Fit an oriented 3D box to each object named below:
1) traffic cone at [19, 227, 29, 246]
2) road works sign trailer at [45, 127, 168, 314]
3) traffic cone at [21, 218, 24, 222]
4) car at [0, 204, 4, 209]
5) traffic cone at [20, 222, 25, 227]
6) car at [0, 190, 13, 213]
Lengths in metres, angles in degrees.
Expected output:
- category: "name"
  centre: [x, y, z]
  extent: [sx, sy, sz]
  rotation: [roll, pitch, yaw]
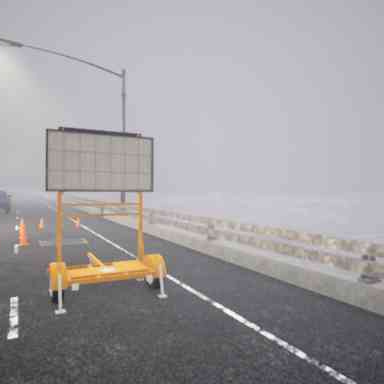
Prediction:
- category: "traffic cone"
  centre: [-6.684, 1.809, 13.228]
  extent: [0.340, 0.580, 0.340]
  rotation: [0, 0, -28]
- category: "road works sign trailer"
  centre: [-2.117, 0.392, 7.699]
  extent: [2.380, 3.560, 2.880]
  rotation: [0, 0, -28]
- category: "traffic cone"
  centre: [-8.535, 1.769, 16.775]
  extent: [0.340, 0.580, 0.340]
  rotation: [0, 0, -28]
- category: "car"
  centre: [-8.345, 1.396, 12.279]
  extent: [2.033, 1.411, 5.357]
  rotation: [0, 1, -28]
- category: "traffic cone"
  centre: [-7.610, 1.789, 15.002]
  extent: [0.340, 0.580, 0.340]
  rotation: [0, 0, -28]
- category: "car"
  centre: [-17.765, 0.858, 30.328]
  extent: [2.150, 2.045, 5.566]
  rotation: [0, 0, -27]
